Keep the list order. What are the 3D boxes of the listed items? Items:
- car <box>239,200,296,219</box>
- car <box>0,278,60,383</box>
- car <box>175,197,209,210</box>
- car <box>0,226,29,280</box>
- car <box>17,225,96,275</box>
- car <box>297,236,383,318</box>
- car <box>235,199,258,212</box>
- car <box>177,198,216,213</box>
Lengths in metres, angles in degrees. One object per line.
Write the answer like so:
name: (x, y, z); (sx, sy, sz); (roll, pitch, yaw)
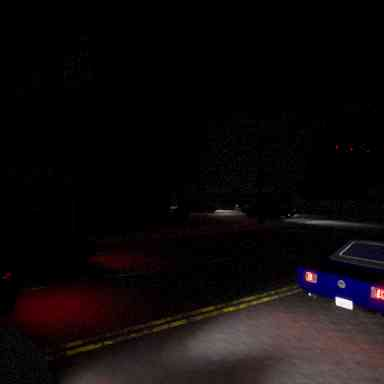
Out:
car: (6.661, 1.601, 29.020); (1.895, 1.301, 4.718); (0, 0, -36)
car: (-3.079, 1.601, 1.556); (4.718, 1.301, 1.895); (0, 0, -35)
car: (-0.058, 1.492, 44.379); (2.128, 1.511, 4.902); (0, 0, -36)
car: (-5.206, 1.477, 4.585); (5.008, 1.535, 1.882); (0, 0, -35)
car: (-5.166, 1.601, 8.905); (4.718, 1.301, 1.895); (0, 0, -35)
car: (4.403, 1.601, 6.911); (4.718, 1.301, 1.895); (0, 0, -35)
car: (6.672, 1.507, 34.984); (1.837, 1.490, 4.892); (0, -1, -36)
car: (0.694, 1.478, 37.311); (1.882, 1.535, 5.008); (0, 0, -36)
